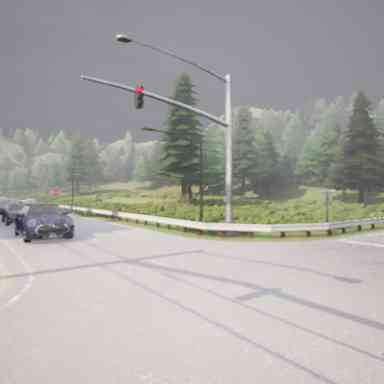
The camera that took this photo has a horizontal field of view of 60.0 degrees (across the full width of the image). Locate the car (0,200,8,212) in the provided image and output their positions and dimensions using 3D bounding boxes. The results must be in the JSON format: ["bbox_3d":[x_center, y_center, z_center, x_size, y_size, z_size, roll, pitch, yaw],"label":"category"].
[{"bbox_3d":[-23.404,1.628,39.927,1.895,1.301,4.718,0,0,-34],"label":"car"}]

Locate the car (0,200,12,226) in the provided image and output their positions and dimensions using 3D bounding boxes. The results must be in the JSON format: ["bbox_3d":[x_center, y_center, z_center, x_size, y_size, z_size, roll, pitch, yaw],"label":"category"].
[{"bbox_3d":[-12.470,1.524,23.929,1.837,1.490,4.892,0,0,-34],"label":"car"}]

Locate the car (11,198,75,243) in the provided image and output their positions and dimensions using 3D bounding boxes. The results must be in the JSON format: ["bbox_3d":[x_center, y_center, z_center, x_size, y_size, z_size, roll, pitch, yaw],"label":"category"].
[{"bbox_3d":[-7.369,1.368,16.488,2.097,1.767,4.553,0,0,-34],"label":"car"}]

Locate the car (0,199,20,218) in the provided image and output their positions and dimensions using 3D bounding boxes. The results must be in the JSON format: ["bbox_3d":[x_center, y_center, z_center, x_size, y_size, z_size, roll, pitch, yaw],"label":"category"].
[{"bbox_3d":[-17.865,1.501,31.807,1.882,1.535,5.008,0,0,-35],"label":"car"}]

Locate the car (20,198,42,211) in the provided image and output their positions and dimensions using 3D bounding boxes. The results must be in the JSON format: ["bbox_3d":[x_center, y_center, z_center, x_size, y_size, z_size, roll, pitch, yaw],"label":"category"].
[{"bbox_3d":[-20.182,1.537,41.716,1.812,1.442,4.674,0,0,-34],"label":"car"}]
